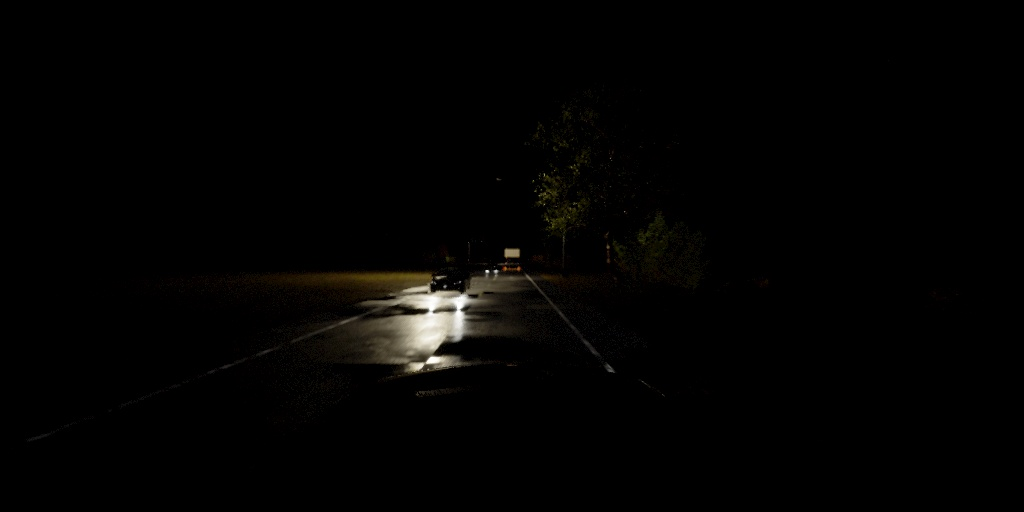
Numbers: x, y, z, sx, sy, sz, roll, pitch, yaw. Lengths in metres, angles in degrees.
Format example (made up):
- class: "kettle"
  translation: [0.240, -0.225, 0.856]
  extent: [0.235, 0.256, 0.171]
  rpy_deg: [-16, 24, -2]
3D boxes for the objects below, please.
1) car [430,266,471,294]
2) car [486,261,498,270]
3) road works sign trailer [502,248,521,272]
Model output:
- class: "car"
  translation: [-3.580, 1.397, 21.530]
  extent: [1.837, 1.490, 4.892]
  rpy_deg: [0, 0, 0]
- class: "car"
  translation: [-3.480, 1.710, 63.018]
  extent: [1.837, 1.490, 4.892]
  rpy_deg: [0, 0, 1]
- class: "road works sign trailer"
  translation: [0.034, 0.602, 53.249]
  extent: [2.380, 3.560, 2.880]
  rpy_deg: [0, 0, 0]
